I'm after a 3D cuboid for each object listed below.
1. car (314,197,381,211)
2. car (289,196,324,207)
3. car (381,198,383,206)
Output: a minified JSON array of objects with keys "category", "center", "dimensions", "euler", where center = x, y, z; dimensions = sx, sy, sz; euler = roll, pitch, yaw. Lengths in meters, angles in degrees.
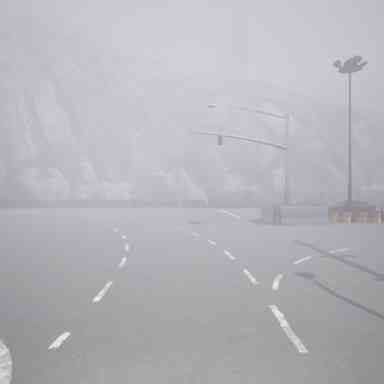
[{"category":"car","center":[14.209,1.442,30.503],"dimensions":[4.892,1.490,1.837],"euler":[0,0,-3]},{"category":"car","center":[14.294,1.267,41.011],"dimensions":[4.553,1.767,2.097],"euler":[0,0,-3]},{"category":"car","center":[24.662,1.409,41.544],"dimensions":[4.902,1.511,2.128],"euler":[0,0,-3]}]
